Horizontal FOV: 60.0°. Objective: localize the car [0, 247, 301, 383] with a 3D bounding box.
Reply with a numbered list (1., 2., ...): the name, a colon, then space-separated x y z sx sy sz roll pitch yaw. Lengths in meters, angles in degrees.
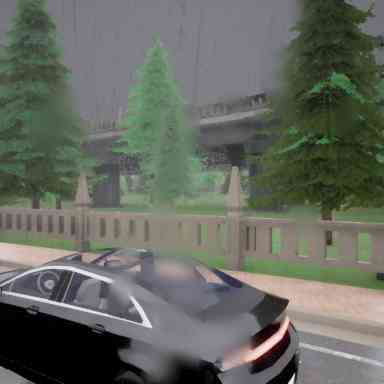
1. car: -1.183 1.492 4.242 4.902 1.511 2.128 0 0 33
